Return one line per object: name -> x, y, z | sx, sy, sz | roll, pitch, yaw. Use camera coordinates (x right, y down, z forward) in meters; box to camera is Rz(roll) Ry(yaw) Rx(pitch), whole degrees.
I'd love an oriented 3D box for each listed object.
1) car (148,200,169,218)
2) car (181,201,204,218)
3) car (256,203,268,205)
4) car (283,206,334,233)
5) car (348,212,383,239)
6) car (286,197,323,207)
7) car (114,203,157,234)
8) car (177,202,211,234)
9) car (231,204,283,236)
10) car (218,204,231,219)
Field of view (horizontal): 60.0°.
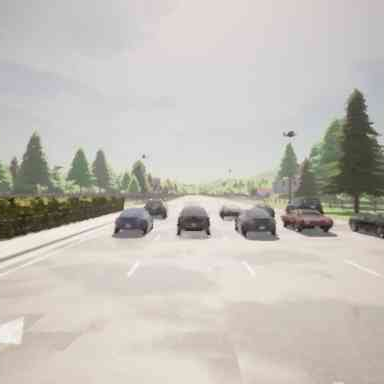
car -> -3.411, 1.563, 32.247 | 2.097, 1.767, 4.553 | 0, -1, 0
car -> 0.062, 1.727, 33.690 | 2.128, 1.511, 4.902 | 0, 0, 0
car -> 7.064, 1.825, 34.012 | 1.994, 1.385, 4.181 | 0, 0, 0
car -> 7.092, 1.772, 21.072 | 1.895, 1.301, 4.718 | 0, 0, 0
car -> 10.595, 1.767, 18.500 | 1.895, 1.301, 4.718 | 0, 0, 0
car -> 10.556, 1.481, 31.676 | 2.150, 2.045, 5.566 | 0, 0, 0
car -> -3.410, 1.653, 20.039 | 1.812, 1.442, 4.674 | 0, 0, 0
car -> 0.092, 1.618, 20.100 | 1.882, 1.535, 5.008 | 0, 0, 0
car -> 3.594, 1.673, 19.343 | 1.812, 1.442, 4.674 | 0, 0, 0
car -> 3.553, 1.833, 31.556 | 1.895, 1.301, 4.718 | 0, 0, 0
